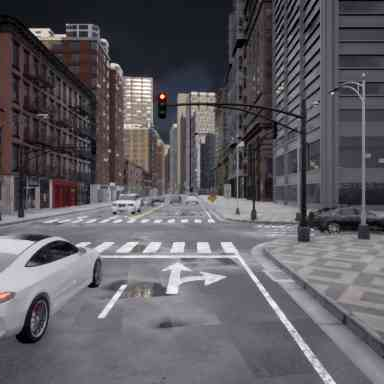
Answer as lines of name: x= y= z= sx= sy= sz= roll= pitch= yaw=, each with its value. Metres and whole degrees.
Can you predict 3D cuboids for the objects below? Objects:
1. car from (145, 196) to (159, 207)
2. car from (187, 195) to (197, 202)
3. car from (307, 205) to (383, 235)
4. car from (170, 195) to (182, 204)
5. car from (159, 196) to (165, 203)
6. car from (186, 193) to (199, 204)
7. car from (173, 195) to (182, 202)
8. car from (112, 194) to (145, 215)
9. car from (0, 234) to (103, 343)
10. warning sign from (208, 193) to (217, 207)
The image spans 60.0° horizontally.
car: x=-6.593 y=1.472 z=49.331 sx=2.128 sy=1.511 sz=4.902 roll=0 pitch=0 yaw=0
car: x=0.005 y=1.385 z=72.843 sx=2.033 sy=1.411 sz=5.357 roll=0 pitch=0 yaw=0
car: x=8.817 y=1.513 z=18.123 sx=4.892 sy=1.490 sz=1.837 roll=0 pitch=0 yaw=2
car: x=-3.144 y=1.515 z=63.120 sx=2.033 sy=1.411 sz=5.357 roll=0 pitch=0 yaw=0
car: x=-6.496 y=1.533 z=67.840 sx=2.033 sy=1.411 sz=5.357 roll=0 pitch=0 yaw=0
car: x=0.051 y=1.190 z=62.339 sx=2.150 sy=2.045 sz=5.566 roll=0 pitch=0 yaw=0
car: x=-3.236 y=1.461 z=73.716 sx=1.837 sy=1.490 sz=4.892 roll=0 pitch=0 yaw=0
car: x=-6.602 y=1.212 z=34.057 sx=2.150 sy=2.045 sz=5.566 roll=0 pitch=1 yaw=0
car: x=-3.152 y=1.526 z=6.317 sx=1.812 sy=1.442 sz=4.674 roll=0 pitch=0 yaw=2
warning sign: x=2.851 y=1.099 z=46.330 sx=1.300 sy=1.860 sz=1.060 roll=0 pitch=0 yaw=0
